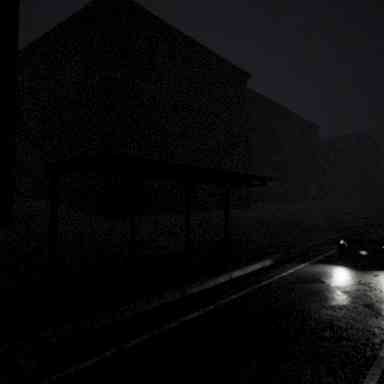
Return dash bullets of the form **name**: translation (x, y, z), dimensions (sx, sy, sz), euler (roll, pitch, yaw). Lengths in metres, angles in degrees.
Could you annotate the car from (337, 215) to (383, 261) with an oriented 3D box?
- **car**: translation (6.772, 1.594, 12.097), dimensions (1.812, 1.442, 4.674), euler (-2, -1, 40)
